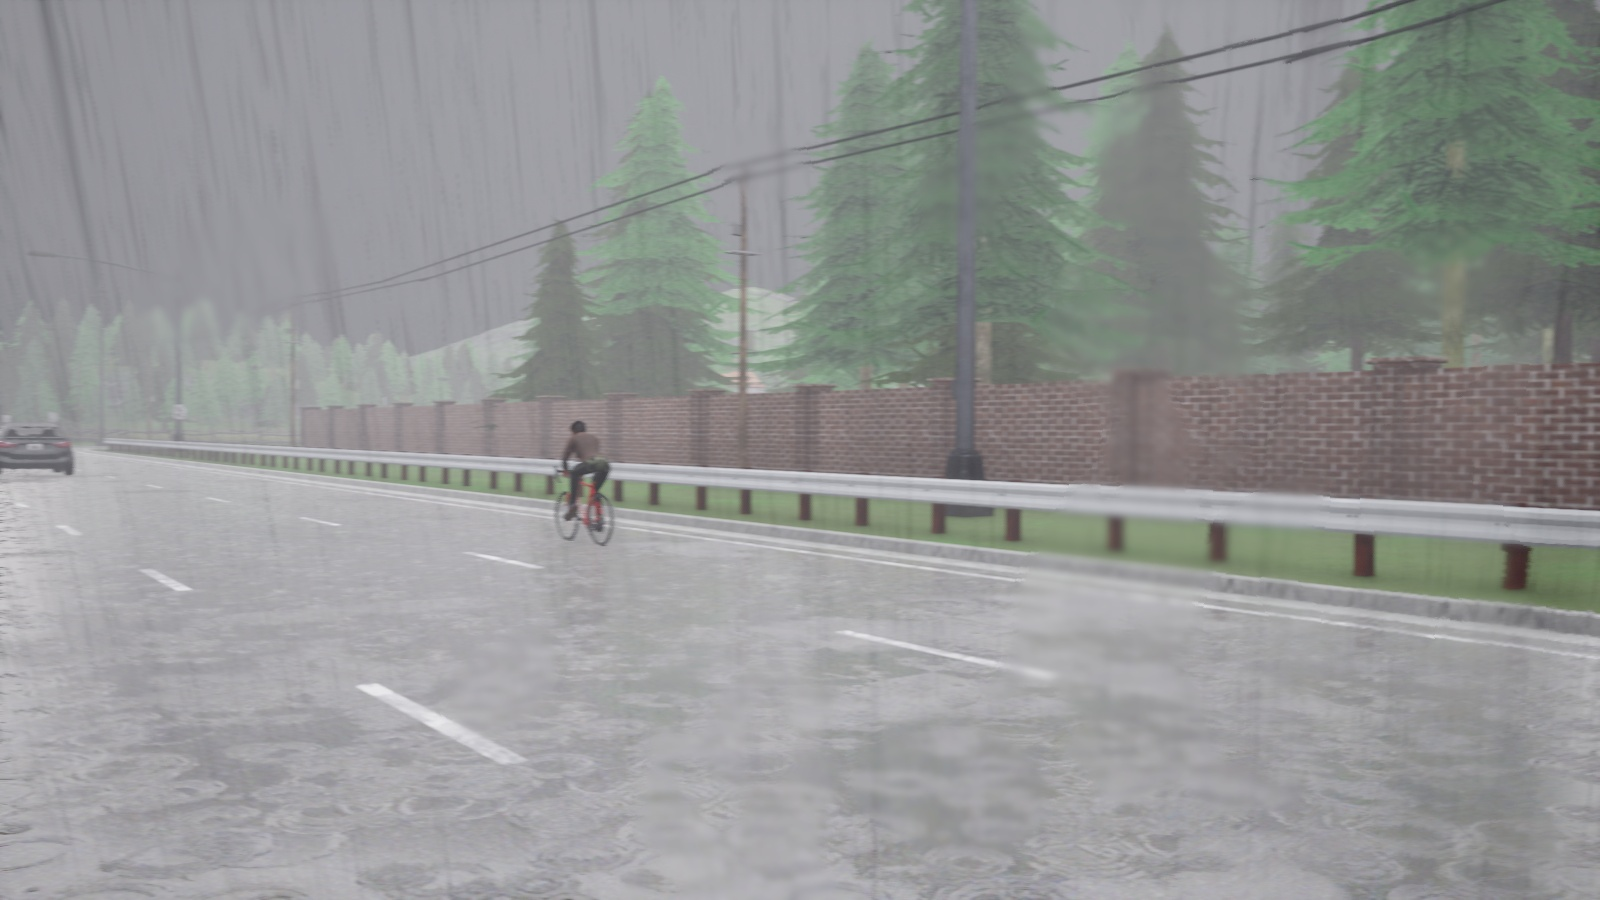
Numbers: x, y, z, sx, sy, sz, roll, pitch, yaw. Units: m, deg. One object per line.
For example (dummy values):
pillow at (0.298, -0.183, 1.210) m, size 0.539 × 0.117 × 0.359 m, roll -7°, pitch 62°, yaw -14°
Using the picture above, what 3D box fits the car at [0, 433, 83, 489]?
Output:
car at (-24.486, 0.302, 40.068) m, size 2.242 × 1.667 × 4.611 m, roll -1°, pitch 1°, yaw -36°

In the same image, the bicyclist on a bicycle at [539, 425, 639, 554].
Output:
bicyclist on a bicycle at (-2.803, 0.491, 16.567) m, size 0.582 × 1.620 × 1.656 m, roll -1°, pitch 1°, yaw -36°
